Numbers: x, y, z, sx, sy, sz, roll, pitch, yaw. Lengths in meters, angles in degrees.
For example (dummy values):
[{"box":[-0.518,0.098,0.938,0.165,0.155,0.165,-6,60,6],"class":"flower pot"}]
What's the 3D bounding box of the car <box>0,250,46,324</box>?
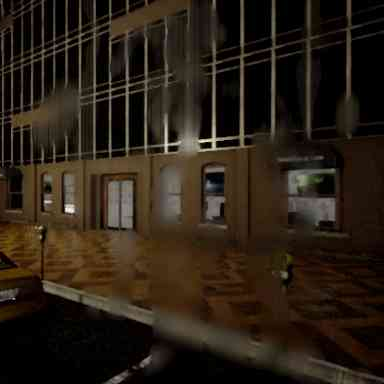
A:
[{"box":[-4.649,1.476,6.191,4.829,1.417,1.752,0,0,35],"class":"car"}]
